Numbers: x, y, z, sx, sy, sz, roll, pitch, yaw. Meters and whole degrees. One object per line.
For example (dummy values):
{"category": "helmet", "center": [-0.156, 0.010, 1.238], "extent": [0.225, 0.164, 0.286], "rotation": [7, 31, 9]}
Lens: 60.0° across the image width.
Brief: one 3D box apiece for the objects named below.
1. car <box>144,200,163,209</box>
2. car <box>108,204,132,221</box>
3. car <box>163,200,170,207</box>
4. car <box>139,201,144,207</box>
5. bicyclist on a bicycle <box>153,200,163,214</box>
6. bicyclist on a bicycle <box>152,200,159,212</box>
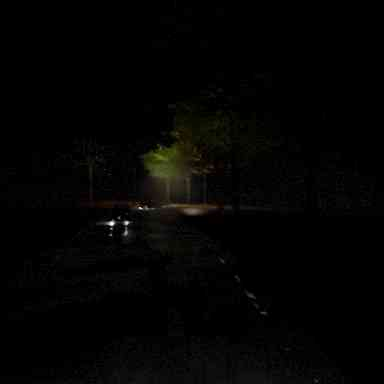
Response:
{"category": "car", "center": [-6.866, 2.275, 59.592], "extent": [1.994, 1.385, 4.181], "rotation": [0, -1, 0]}
{"category": "car", "center": [-6.289, 1.730, 29.371], "extent": [2.033, 1.411, 5.357], "rotation": [0, -1, -9]}
{"category": "car", "center": [-6.181, 2.494, 74.355], "extent": [1.837, 1.490, 4.892], "rotation": [0, -1, 10]}
{"category": "car", "center": [-9.727, 2.481, 69.733], "extent": [1.895, 1.301, 4.718], "rotation": [0, -1, 4]}
{"category": "bicyclist on a bicycle", "center": [-3.640, 1.728, 37.520], "extent": [0.866, 1.612, 1.509], "rotation": [0, -1, -10]}
{"category": "bicyclist on a bicycle", "center": [-5.085, 1.898, 46.574], "extent": [0.866, 1.612, 1.509], "rotation": [0, -2, -8]}
